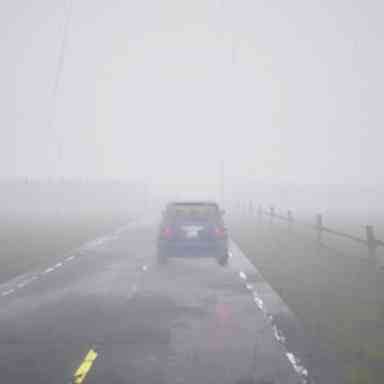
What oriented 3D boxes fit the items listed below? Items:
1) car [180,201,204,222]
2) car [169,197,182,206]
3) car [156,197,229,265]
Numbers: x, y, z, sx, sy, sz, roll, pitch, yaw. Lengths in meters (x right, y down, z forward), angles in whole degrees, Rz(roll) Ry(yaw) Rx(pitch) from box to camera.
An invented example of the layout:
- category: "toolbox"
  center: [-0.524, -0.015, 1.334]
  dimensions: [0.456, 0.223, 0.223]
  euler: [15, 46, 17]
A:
- category: "car"
  center: [0.045, 1.539, 27.988]
  dimensions: [1.837, 1.490, 4.892]
  euler: [0, 0, 0]
- category: "car"
  center: [-2.808, 1.583, 58.081]
  dimensions: [1.882, 1.535, 5.008]
  euler: [0, 0, 0]
- category: "car"
  center: [0.035, 1.233, 11.837]
  dimensions: [2.150, 2.045, 5.566]
  euler: [0, 0, 0]
